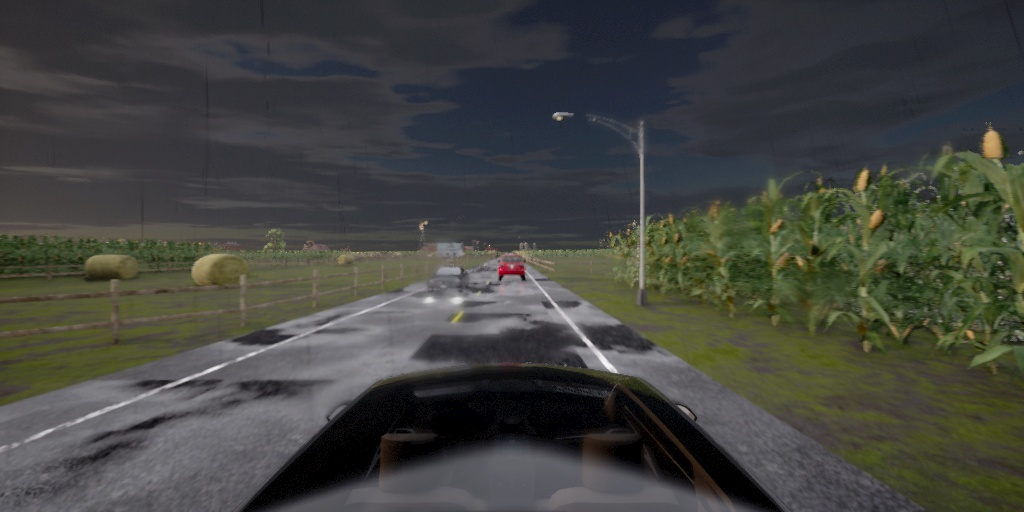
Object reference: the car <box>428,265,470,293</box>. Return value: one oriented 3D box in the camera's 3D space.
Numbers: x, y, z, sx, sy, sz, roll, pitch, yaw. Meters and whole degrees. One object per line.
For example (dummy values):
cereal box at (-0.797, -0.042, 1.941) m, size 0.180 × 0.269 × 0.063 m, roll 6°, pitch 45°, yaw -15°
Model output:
car at (-3.507, 1.282, 20.602) m, size 1.812 × 1.442 × 4.674 m, roll 0°, pitch 0°, yaw 0°

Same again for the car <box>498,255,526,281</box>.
car at (-0.010, 0.907, 29.828) m, size 2.150 × 2.045 × 5.566 m, roll 0°, pitch 0°, yaw 0°
